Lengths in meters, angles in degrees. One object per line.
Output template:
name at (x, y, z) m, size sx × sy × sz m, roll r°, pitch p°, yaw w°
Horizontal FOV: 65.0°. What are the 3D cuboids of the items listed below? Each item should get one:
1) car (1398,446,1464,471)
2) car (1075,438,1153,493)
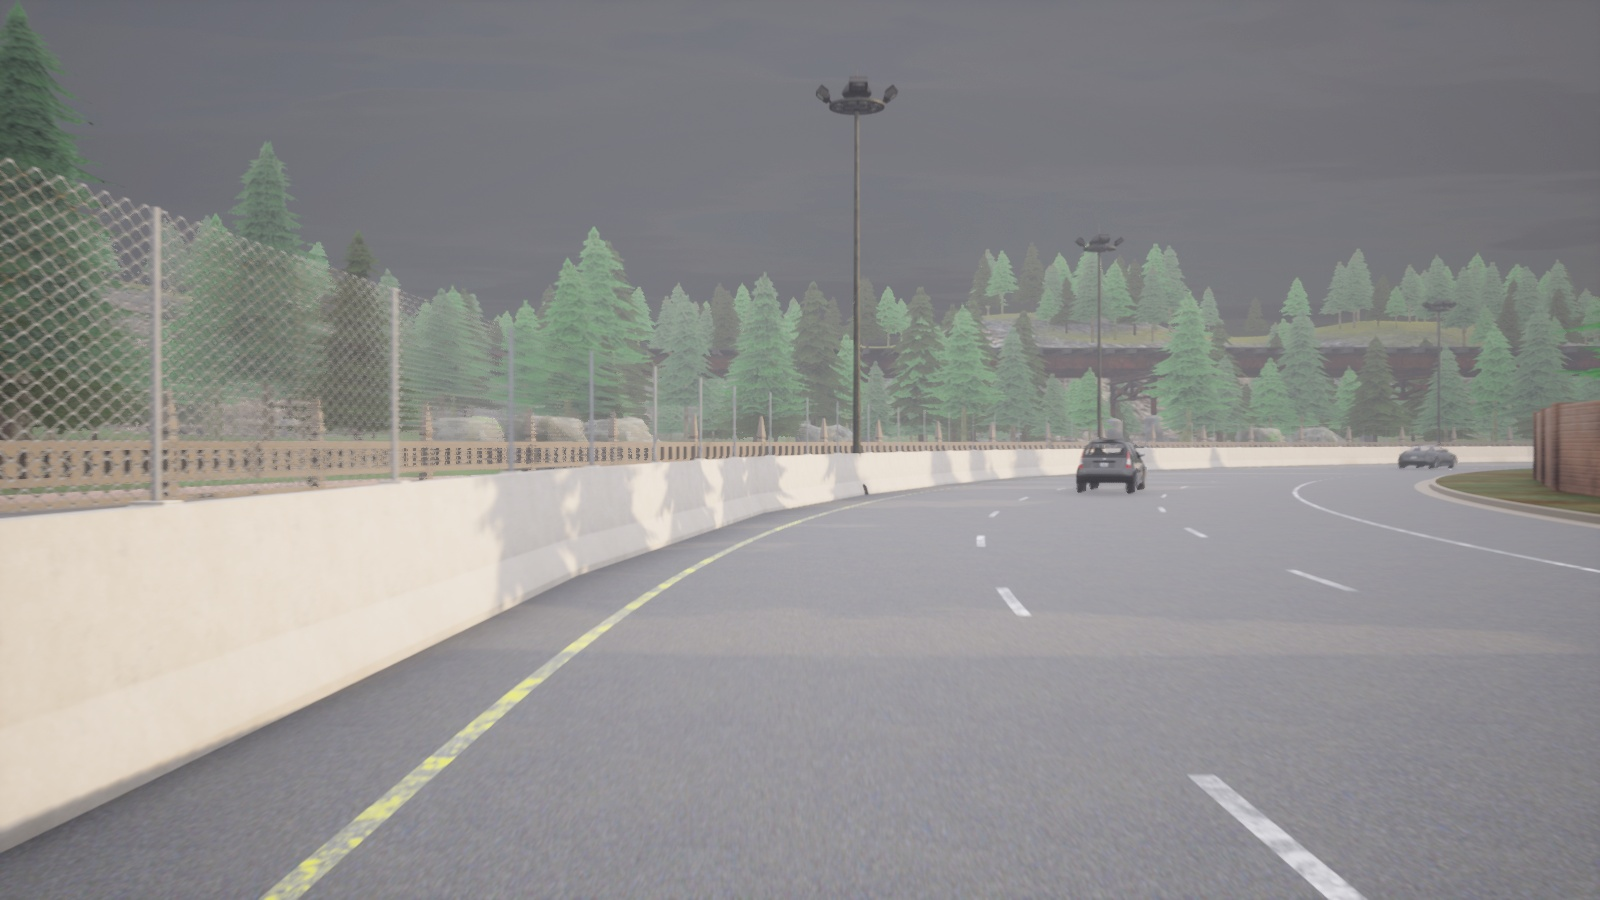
car at (35.629, 0.444, 70.845) m, size 4.181 × 1.385 × 1.994 m, roll 0°, pitch 0°, yaw -43°
car at (9.784, 0.435, 38.954) m, size 1.851 × 1.617 × 3.988 m, roll 0°, pitch 0°, yaw 21°
